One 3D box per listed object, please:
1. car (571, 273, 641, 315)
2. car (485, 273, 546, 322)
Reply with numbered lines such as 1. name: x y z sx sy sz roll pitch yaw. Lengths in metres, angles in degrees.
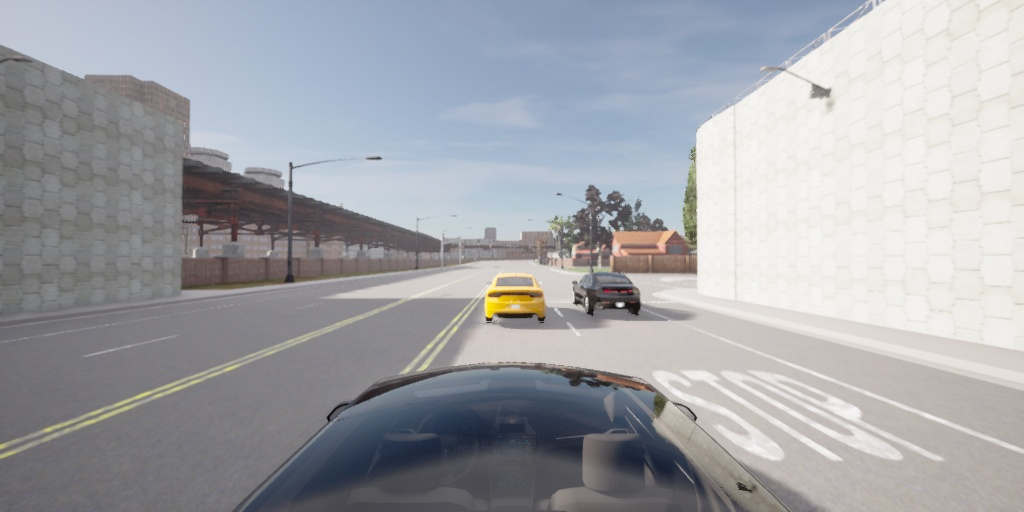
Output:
1. car: 3.602 1.403 14.354 1.837 1.490 4.892 0 -1 0
2. car: 0.103 1.359 12.909 1.882 1.535 5.008 0 -1 0
